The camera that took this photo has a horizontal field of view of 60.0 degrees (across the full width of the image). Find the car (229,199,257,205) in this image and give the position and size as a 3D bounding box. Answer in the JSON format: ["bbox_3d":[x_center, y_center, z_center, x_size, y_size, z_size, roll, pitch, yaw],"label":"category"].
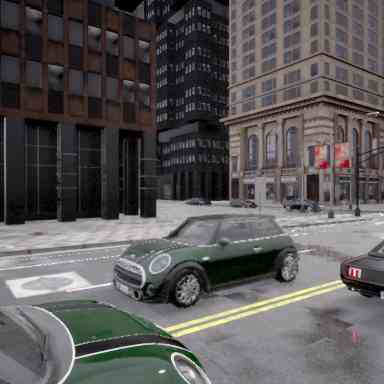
[{"bbox_3d":[7.069,1.600,46.225,1.994,1.385,4.181,0,0,-36],"label":"car"}]

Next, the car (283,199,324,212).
[{"bbox_3d":[12.734,1.517,38.223,2.128,1.511,4.902,0,0,-35],"label":"car"}]

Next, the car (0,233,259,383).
[{"bbox_3d":[-1.982,1.352,2.025,4.553,1.767,2.097,0,0,-35],"label":"car"}]

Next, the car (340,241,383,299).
[{"bbox_3d":[5.363,1.600,7.265,4.718,1.301,1.895,0,0,-35],"label":"car"}]

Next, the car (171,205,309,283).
[{"bbox_3d":[0.464,1.351,8.008,4.553,1.767,2.097,0,0,-36],"label":"car"}]

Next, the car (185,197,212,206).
[{"bbox_3d":[1.006,1.597,54.820,2.033,1.411,5.357,0,0,-36],"label":"car"}]
